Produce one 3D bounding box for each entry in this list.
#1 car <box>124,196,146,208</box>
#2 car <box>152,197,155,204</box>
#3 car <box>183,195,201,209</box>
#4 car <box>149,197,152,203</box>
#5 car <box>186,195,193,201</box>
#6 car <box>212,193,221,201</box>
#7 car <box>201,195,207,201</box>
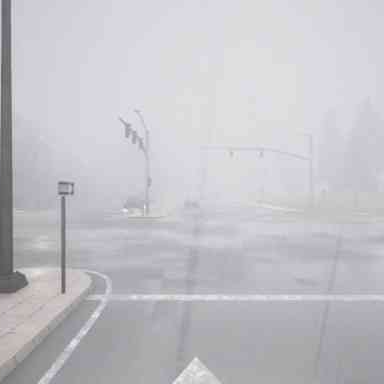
[{"bbox_3d":[-8.220,1.350,46.712,2.097,1.767,4.553,0,0,-1],"label":"car"},{"bbox_3d":[-8.430,1.598,65.690,1.895,1.301,4.718,0,0,0],"label":"car"},{"bbox_3d":[-0.094,1.524,44.757,1.812,1.442,4.674,0,0,-1],"label":"car"},{"bbox_3d":[-8.340,1.502,55.746,1.837,1.490,4.892,0,0,-1],"label":"car"},{"bbox_3d":[-0.693,1.496,85.801,1.837,1.490,4.892,0,0,-1],"label":"car"},{"bbox_3d":[6.307,1.221,85.865,2.150,2.045,5.566,0,0,-1],"label":"car"},{"bbox_3d":[2.807,1.520,85.860,1.812,1.442,4.674,0,0,-1],"label":"car"}]
